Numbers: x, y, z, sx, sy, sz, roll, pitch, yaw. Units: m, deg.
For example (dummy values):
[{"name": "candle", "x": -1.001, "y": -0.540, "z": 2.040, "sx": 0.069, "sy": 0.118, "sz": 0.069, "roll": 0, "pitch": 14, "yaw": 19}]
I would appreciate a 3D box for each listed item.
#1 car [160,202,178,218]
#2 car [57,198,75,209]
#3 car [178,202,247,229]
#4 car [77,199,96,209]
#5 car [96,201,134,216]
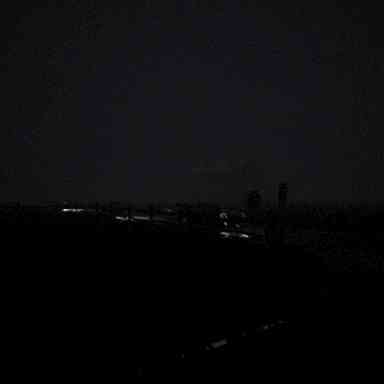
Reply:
[{"name": "car", "x": -1.086, "y": 1.666, "z": 30.112, "sx": 1.837, "sy": 1.490, "sz": 4.892, "roll": 1, "pitch": -1, "yaw": -36}, {"name": "car", "x": -18.773, "y": 1.654, "z": 49.907, "sx": 2.097, "sy": 1.767, "sz": 4.553, "roll": 1, "pitch": -1, "yaw": -36}, {"name": "car", "x": 1.429, "y": 1.433, "z": 21.546, "sx": 2.097, "sy": 1.767, "sz": 4.553, "roll": 1, "pitch": -1, "yaw": -36}, {"name": "car", "x": -15.571, "y": 1.790, "z": 50.280, "sx": 2.128, "sy": 1.511, "sz": 4.902, "roll": 1, "pitch": -1, "yaw": -35}, {"name": "car", "x": -7.672, "y": 1.656, "z": 34.257, "sx": 2.128, "sy": 1.511, "sz": 4.902, "roll": 1, "pitch": -1, "yaw": -36}]
